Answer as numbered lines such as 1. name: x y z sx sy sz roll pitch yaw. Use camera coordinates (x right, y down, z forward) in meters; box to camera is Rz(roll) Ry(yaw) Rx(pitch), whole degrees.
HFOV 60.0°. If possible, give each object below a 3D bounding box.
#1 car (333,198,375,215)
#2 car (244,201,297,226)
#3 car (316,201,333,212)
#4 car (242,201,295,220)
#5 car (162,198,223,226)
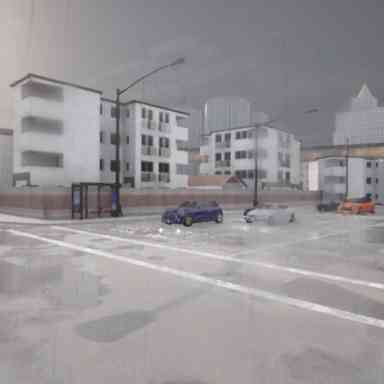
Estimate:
1. car: 16.745 1.384 33.854 4.553 1.767 2.097 0 0 -40
2. car: 5.673 1.516 23.494 4.674 1.442 1.812 0 0 -44
3. car: 16.226 1.629 38.147 4.718 1.301 1.895 0 0 -38
4. car: 6.867 1.539 29.527 5.357 1.411 2.033 0 0 -44
5. car: 0.094 1.318 22.911 4.553 1.767 2.097 0 0 -44
